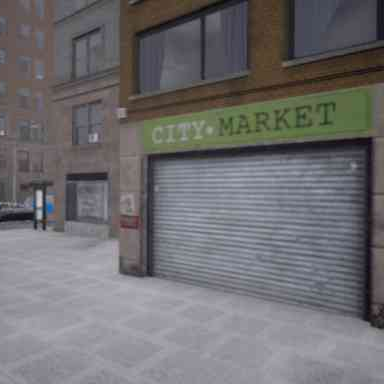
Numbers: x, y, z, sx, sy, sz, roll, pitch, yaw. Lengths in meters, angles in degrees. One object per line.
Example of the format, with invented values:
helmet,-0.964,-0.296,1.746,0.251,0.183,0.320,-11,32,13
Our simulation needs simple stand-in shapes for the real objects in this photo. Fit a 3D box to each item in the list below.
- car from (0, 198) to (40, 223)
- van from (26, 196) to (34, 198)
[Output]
car,-12.215,1.421,22.272,2.128,1.511,4.902,1,0,36
van,-13.224,1.231,30.154,1.690,1.788,3.998,1,0,36
